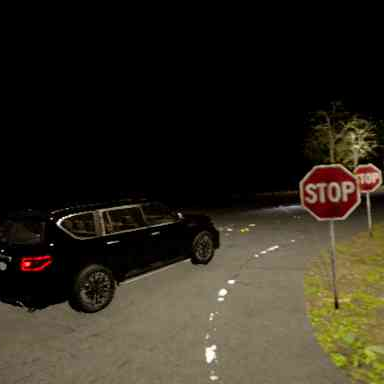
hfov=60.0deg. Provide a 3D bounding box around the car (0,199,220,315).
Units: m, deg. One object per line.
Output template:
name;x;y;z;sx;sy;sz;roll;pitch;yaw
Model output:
car;-1.649;1.173;8.003;2.150;2.045;5.566;-3;4;41
